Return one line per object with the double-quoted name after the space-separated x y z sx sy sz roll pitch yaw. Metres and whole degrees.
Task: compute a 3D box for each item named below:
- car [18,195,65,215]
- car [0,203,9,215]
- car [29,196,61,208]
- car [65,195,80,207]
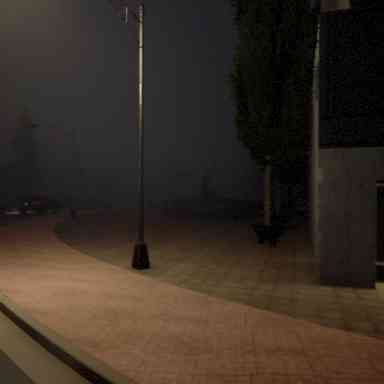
-16.006 1.300 35.134 2.150 2.045 5.566 0 0 4 "car"
-19.522 1.538 31.875 2.128 1.511 4.902 0 0 -1 "car"
-22.925 1.538 52.081 2.097 1.767 4.553 0 0 17 "car"
-19.604 1.408 50.972 2.150 2.045 5.566 0 0 17 "car"
